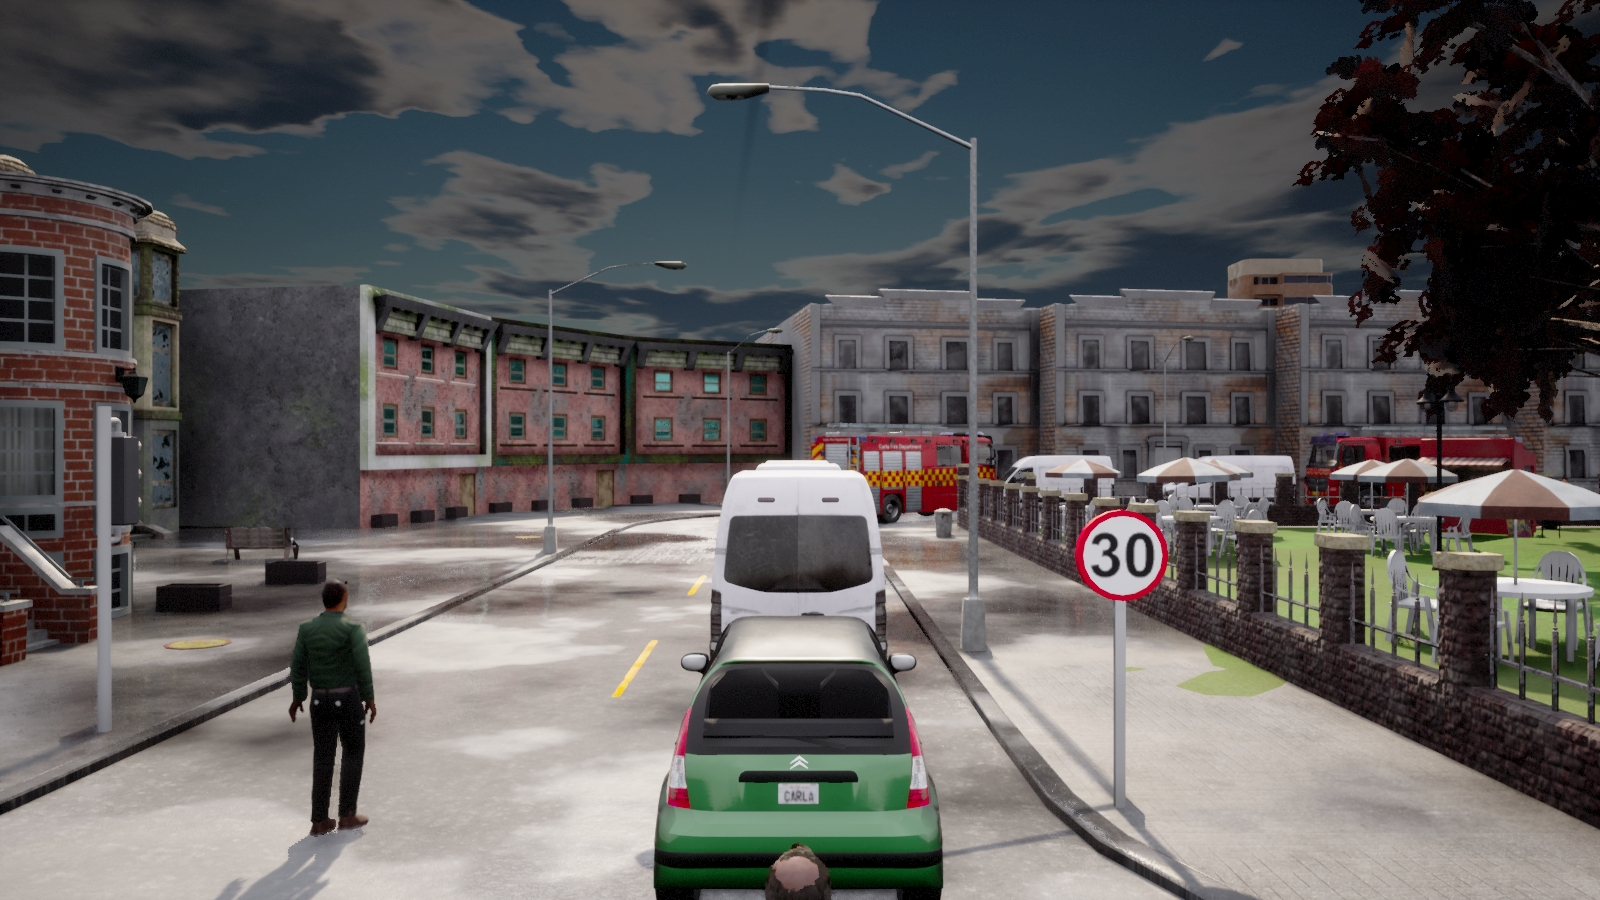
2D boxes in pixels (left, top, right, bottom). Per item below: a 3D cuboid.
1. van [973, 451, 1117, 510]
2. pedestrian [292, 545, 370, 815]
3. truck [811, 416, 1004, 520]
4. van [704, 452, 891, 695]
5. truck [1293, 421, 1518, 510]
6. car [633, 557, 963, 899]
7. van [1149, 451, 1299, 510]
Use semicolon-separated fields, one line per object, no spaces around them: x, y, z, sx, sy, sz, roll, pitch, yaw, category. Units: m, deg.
10.768;1.314;50.430;5.915;2.561;1.988;0;0;0;van
-3.369;1.628;8.222;0.375;1.860;0.375;0;0;10;pedestrian
4.502;0.672;46.247;8.468;3.827;2.891;0;0;-43;truck
-0.025;1.315;15.105;1.988;2.561;5.915;0;0;0;van
26.739;0.670;50.713;8.468;3.827;2.891;0;0;0;truck
-0.015;1.779;8.404;1.851;1.617;3.988;0;0;0;car
18.656;1.314;50.452;5.915;2.561;1.988;0;0;0;van
